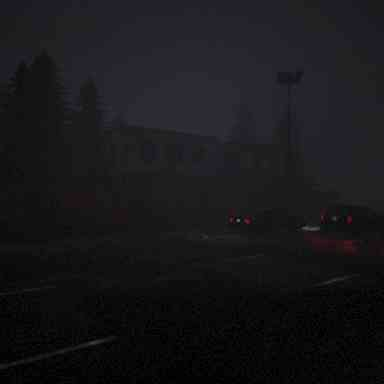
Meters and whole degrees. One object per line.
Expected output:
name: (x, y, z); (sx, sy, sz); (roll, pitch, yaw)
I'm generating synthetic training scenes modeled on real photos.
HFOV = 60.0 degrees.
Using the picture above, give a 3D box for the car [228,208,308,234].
car: (4.632, 1.660, 19.958); (5.357, 1.411, 2.033); (1, 0, -35)

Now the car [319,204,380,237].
car: (9.374, 1.488, 19.041); (4.553, 1.767, 2.097); (1, 0, -35)

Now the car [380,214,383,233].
car: (11.561, 1.490, 16.303); (4.553, 1.767, 2.097); (0, 0, -35)
